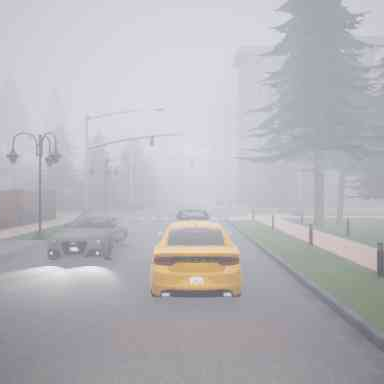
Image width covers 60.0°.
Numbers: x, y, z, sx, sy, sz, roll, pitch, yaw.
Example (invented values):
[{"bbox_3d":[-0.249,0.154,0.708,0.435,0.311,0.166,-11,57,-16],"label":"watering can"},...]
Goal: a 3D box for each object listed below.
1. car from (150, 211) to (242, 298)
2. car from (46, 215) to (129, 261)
[{"bbox_3d":[0.082,1.478,8.596,1.882,1.535,5.008,0,0,0],"label":"car"},{"bbox_3d":[-3.612,1.564,12.187,1.994,1.385,4.181,0,0,0],"label":"car"}]
